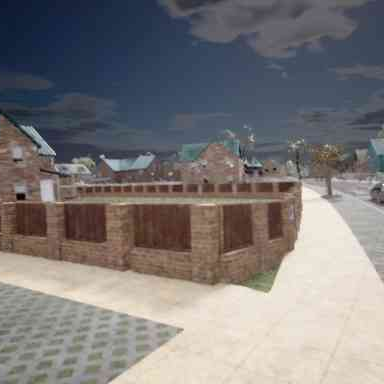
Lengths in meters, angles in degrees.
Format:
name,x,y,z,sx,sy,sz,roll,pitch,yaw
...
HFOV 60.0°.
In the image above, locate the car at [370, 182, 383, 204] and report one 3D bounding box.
name,x,y,z,sx,sy,sz,roll,pitch,yaw
car,13.420,-0.019,22.432,1.994,1.385,4.181,-3,2,18
